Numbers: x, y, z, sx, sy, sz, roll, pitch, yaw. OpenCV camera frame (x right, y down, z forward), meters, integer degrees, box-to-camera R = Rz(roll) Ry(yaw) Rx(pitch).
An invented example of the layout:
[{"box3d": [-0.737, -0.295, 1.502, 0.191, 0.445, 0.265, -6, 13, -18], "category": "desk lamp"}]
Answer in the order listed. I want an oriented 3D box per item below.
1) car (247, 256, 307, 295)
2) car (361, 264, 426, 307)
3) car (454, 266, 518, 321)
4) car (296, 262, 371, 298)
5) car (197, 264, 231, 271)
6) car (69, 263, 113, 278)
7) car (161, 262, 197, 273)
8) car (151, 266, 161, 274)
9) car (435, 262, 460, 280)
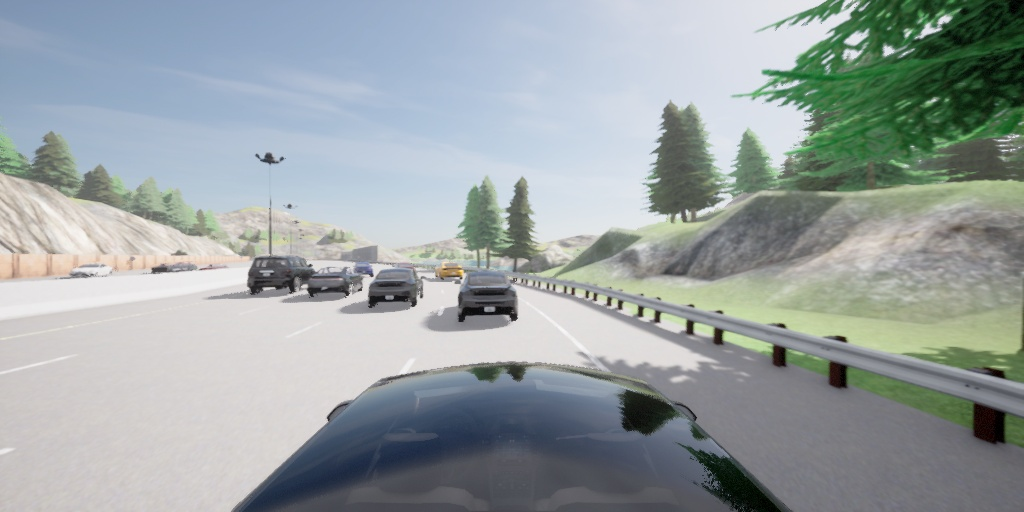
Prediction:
[{"box3d": [-13.130, 1.038, 20.791, 2.150, 2.045, 5.566, 0, 0, -15], "category": "car"}, {"box3d": [-4.921, 1.282, 15.615, 1.837, 1.490, 4.892, 0, 0, -10], "category": "car"}, {"box3d": [-0.926, 1.262, 12.528, 1.837, 1.490, 4.892, 0, 0, -7], "category": "car"}, {"box3d": [-9.121, 1.289, 18.868, 2.128, 1.511, 4.902, 0, 0, -12], "category": "car"}, {"box3d": [-32.886, 1.515, 39.906, 1.895, 1.301, 4.718, 0, 0, -29], "category": "car"}, {"box3d": [-43.284, 1.487, 37.041, 1.812, 1.442, 4.674, 0, 0, -29], "category": "car"}, {"box3d": [-37.436, 1.427, 40.892, 2.128, 1.511, 4.902, 0, 0, -29], "category": "car"}, {"box3d": [-44.268, 1.569, 46.026, 1.895, 1.301, 4.718, 0, 0, -29], "category": "car"}, {"box3d": [-5.604, 1.262, 31.645, 1.882, 1.535, 5.008, 0, 0, -19], "category": "car"}]
